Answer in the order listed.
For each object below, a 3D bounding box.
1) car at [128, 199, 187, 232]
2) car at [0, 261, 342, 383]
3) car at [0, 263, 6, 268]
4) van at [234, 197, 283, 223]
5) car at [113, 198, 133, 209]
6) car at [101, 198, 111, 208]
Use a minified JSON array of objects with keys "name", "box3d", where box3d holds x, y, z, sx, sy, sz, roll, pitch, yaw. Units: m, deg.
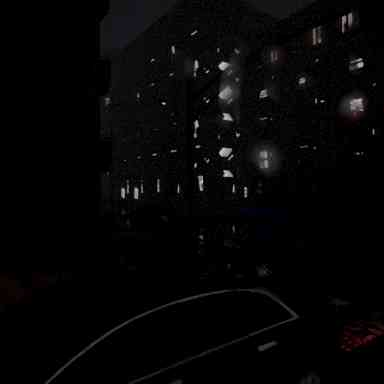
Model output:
[{"name":"car","box3d":[-1.899,1.440,19.995,1.967,1.590,4.097,0,0,-36]},{"name":"car","box3d":[-0.620,1.505,2.936,4.892,1.490,1.837,0,0,-36]},{"name":"car","box3d":[-3.602,1.526,3.995,4.829,1.417,1.752,0,0,-36]},{"name":"van","box3d":[4.892,1.279,24.904,1.690,1.788,3.998,0,0,-36]},{"name":"car","box3d":[-8.416,1.462,43.227,1.887,1.381,4.507,-1,0,-36]},{"name":"car","box3d":[-11.742,1.462,47.808,1.887,1.381,4.507,-1,0,-36]}]
